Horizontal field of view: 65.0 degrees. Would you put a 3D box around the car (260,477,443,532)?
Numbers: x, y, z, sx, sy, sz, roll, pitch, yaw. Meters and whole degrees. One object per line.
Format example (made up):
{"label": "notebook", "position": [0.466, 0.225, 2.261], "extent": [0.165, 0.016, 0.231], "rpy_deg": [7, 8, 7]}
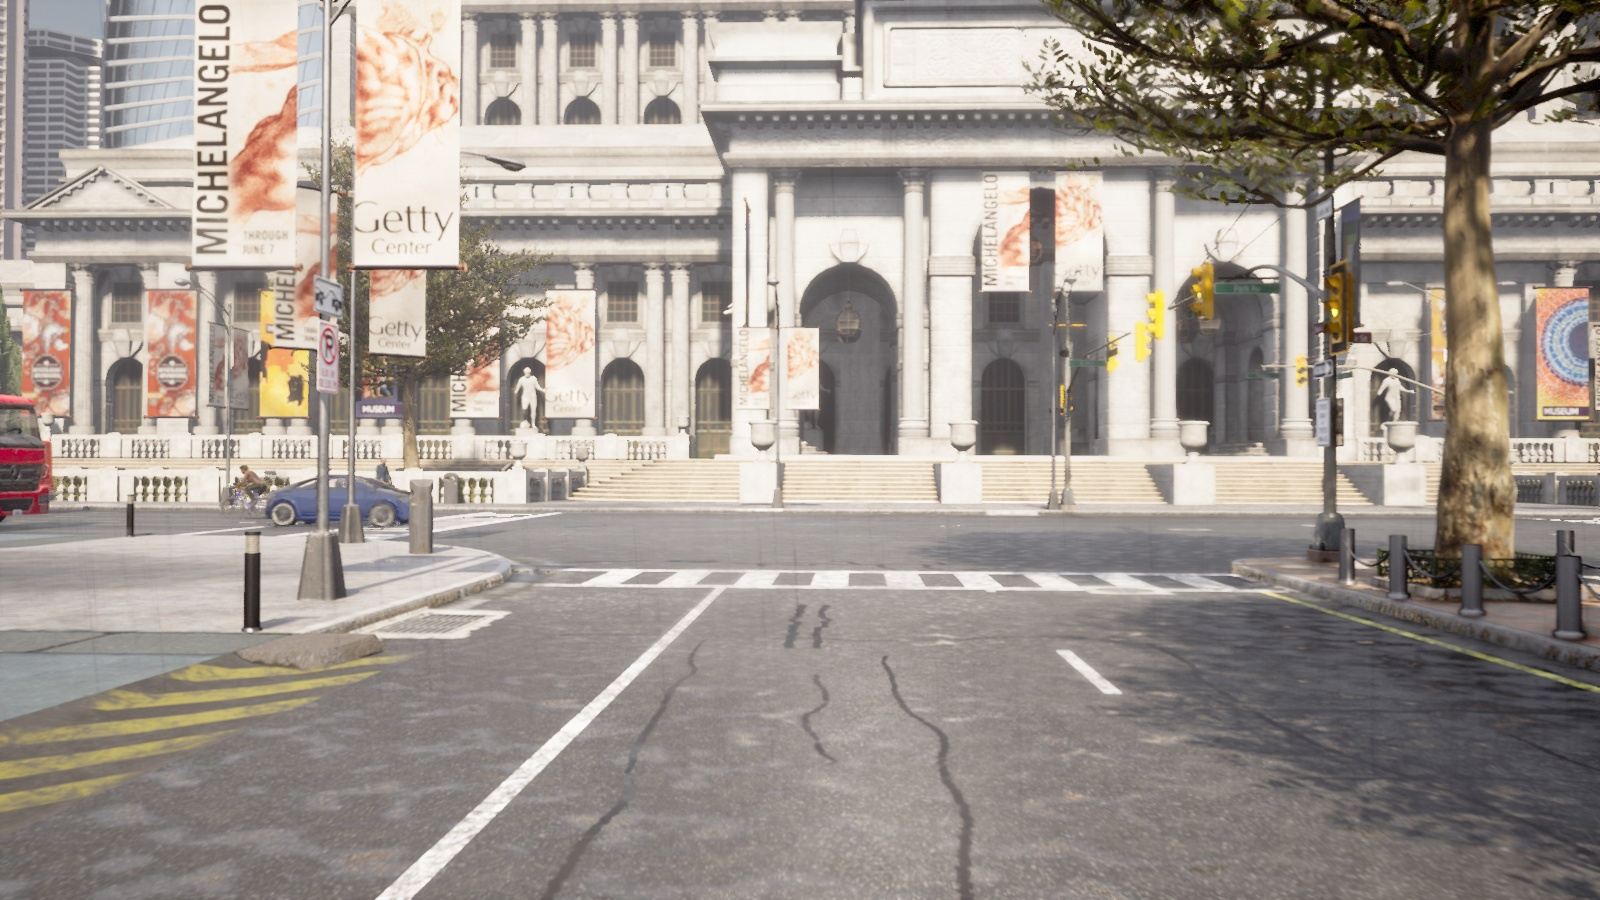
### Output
{"label": "car", "position": [-11.915, 1.439, 33.549], "extent": [4.181, 1.385, 1.994], "rpy_deg": [0, -1, 2]}

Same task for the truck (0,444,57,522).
{"label": "truck", "position": [-27.755, 1.075, 41.177], "extent": [5.204, 2.467, 2.627], "rpy_deg": [0, -1, 2]}

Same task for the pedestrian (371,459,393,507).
{"label": "pedestrian", "position": [-16.227, 1.282, 48.739], "extent": [0.726, 1.842, 0.402], "rpy_deg": [-1, -1, 22]}

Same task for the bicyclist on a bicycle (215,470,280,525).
{"label": "bicyclist on a bicycle", "position": [-16.383, 1.404, 37.235], "extent": [1.656, 1.620, 0.582], "rpy_deg": [-1, -1, 2]}

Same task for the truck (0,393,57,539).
{"label": "truck", "position": [-22.861, 0.392, 30.500], "extent": [7.936, 3.462, 2.891], "rpy_deg": [0, -1, 2]}
